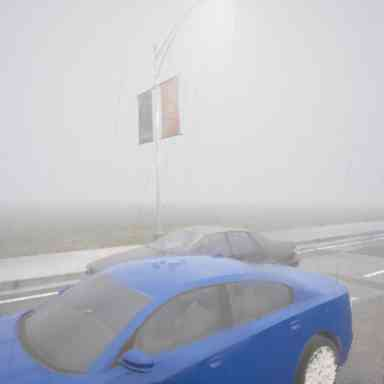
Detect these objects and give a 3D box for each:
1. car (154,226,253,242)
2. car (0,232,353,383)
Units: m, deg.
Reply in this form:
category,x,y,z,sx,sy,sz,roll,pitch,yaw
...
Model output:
category,x,y,z,sx,sy,sz,roll,pitch,yaw
car,0.298,1.546,7.865,5.357,1.411,2.033,0,0,-35
car,-0.361,1.476,3.415,5.008,1.535,1.882,0,0,-35
